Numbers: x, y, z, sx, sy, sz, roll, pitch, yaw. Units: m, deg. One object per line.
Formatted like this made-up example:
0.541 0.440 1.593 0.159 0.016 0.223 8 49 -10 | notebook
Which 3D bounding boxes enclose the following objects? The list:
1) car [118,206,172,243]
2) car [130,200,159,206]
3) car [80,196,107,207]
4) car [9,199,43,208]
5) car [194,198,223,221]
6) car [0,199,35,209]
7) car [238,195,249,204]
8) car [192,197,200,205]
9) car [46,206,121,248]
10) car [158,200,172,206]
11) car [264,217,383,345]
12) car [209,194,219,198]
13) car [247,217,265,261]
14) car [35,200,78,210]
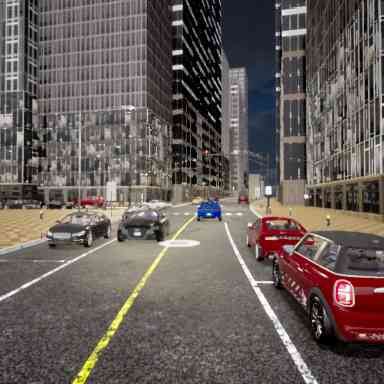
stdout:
-2.195 1.572 16.001 1.994 1.385 4.181 0 0 3 | car
-4.130 1.573 25.678 2.008 1.369 4.403 1 0 5 | car
-15.149 1.534 49.612 5.009 1.841 2.192 0 -1 13 | car
-26.036 1.833 52.189 4.403 1.369 2.008 0 -1 13 | car
1.478 1.494 27.147 1.882 1.535 5.008 0 0 5 | car
-22.401 1.653 43.229 4.403 1.369 2.008 0 -1 13 | car
10.076 1.410 65.095 2.192 1.841 5.009 1 0 13 | car
1.159 1.640 62.540 1.752 1.417 4.829 1 0 12 | car
-4.881 1.561 14.887 2.008 1.369 4.403 1 0 3 | car
-5.039 1.697 43.871 4.718 1.301 1.895 -1 -1 30 | car
2.814 1.441 6.340 1.967 1.590 4.097 1 0 2 | car
5.153 1.490 78.779 2.192 1.841 5.009 1 0 14 | car
3.006 1.547 11.979 1.887 1.381 4.507 1 0 3 | car
-16.960 1.637 41.939 4.313 1.339 1.947 0 -1 13 | car
